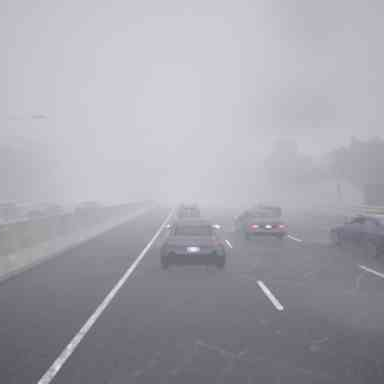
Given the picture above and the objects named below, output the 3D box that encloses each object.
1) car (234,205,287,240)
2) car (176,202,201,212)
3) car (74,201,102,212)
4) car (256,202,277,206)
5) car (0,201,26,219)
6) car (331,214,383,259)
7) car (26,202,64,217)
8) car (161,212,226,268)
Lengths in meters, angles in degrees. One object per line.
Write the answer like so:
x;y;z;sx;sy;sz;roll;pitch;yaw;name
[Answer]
3.439;1.629;17.622;2.033;1.411;5.357;0;0;-1;car
-0.283;1.632;28.299;2.128;1.511;4.902;0;0;-1;car
-11.153;1.678;36.005;1.882;1.535;5.008;0;-1;-1;car
6.666;1.626;30.361;1.882;1.535;5.008;0;0;-1;car
-18.048;1.676;31.444;1.837;1.490;4.892;0;-1;-1;car
7.006;1.580;12.683;1.812;1.442;4.674;0;0;-1;car
-14.591;1.729;33.323;2.033;1.411;5.357;0;0;-1;car
0.018;1.615;11.481;1.994;1.385;4.181;0;0;-1;car
